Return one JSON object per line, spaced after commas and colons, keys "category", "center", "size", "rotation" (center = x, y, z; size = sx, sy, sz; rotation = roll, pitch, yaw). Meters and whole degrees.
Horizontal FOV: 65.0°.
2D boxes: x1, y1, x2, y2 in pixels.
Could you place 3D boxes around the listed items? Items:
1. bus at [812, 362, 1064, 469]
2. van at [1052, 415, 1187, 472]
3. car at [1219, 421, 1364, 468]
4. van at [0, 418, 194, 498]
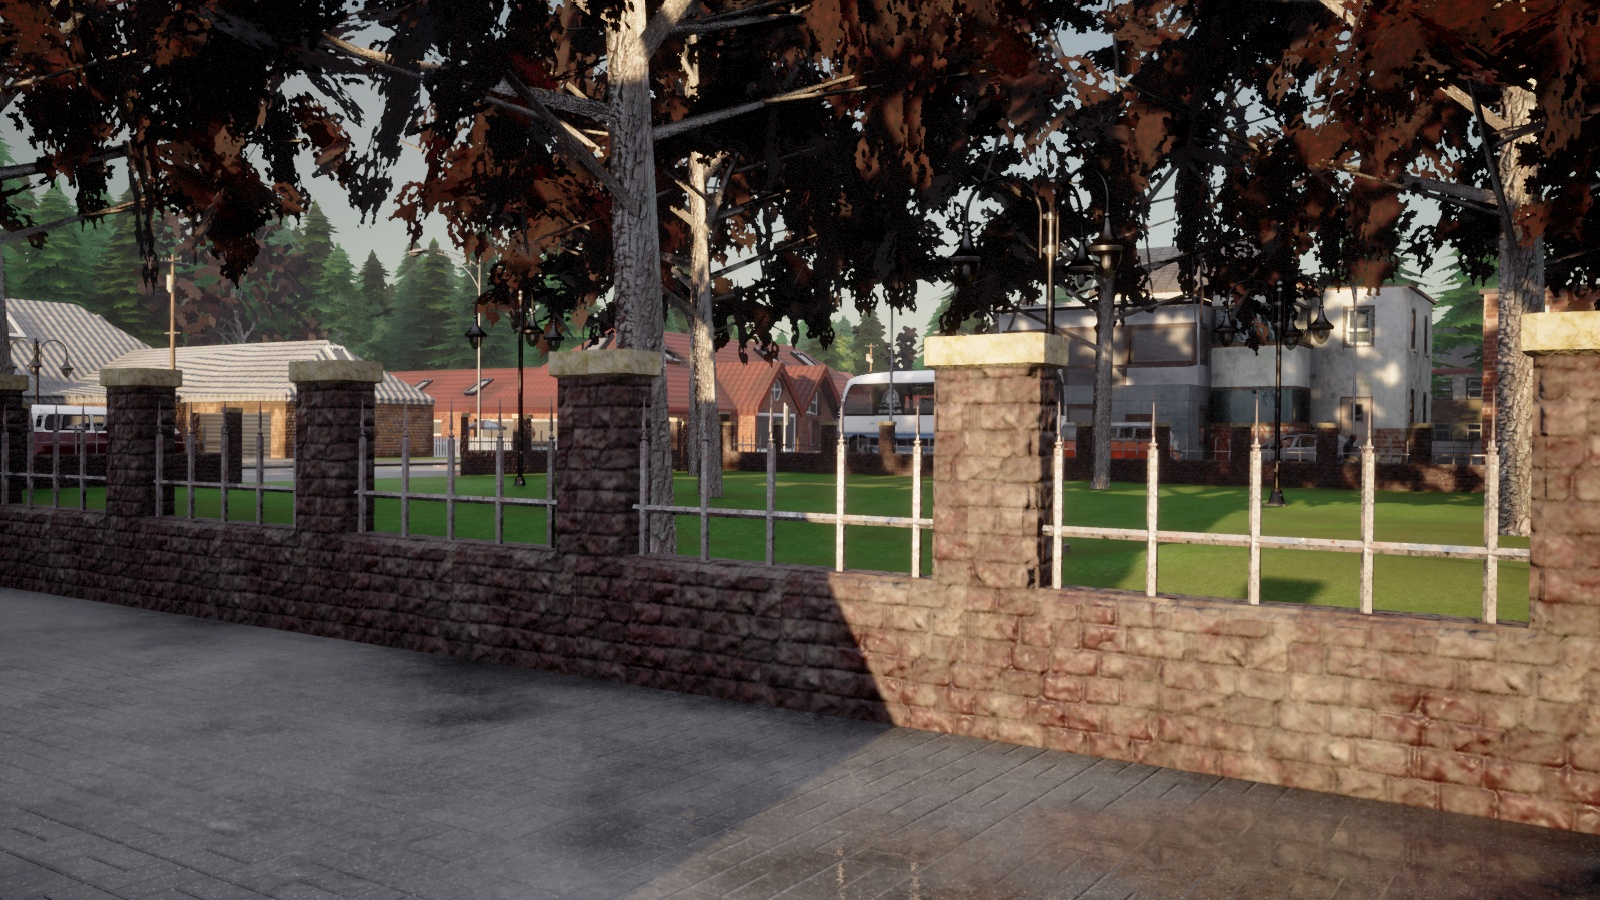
{"category": "bus", "center": [5.890, -1.447, 54.787], "size": [10.273, 4.253, 3.944], "rotation": [0, 2, 36]}
{"category": "van", "center": [11.687, -0.249, 45.979], "size": [4.442, 1.987, 1.775], "rotation": [0, 1, 32]}
{"category": "car", "center": [18.180, -0.224, 46.504], "size": [4.611, 1.667, 2.242], "rotation": [0, 1, 35]}
{"category": "van", "center": [-19.401, 0.159, 34.519], "size": [2.069, 2.038, 4.480], "rotation": [0, 1, 33]}
